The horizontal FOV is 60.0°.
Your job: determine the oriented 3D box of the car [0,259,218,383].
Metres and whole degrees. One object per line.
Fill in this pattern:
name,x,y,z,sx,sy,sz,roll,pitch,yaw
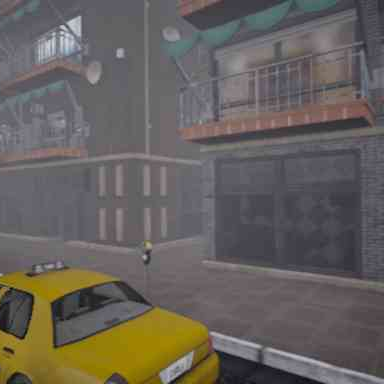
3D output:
car,-2.012,1.567,4.313,4.829,1.417,1.752,-1,-1,35
